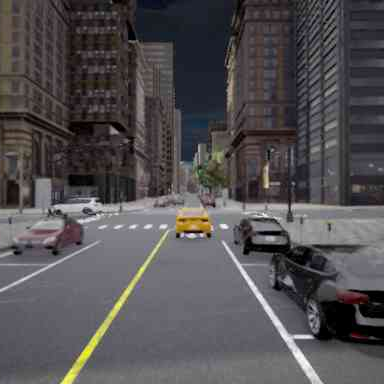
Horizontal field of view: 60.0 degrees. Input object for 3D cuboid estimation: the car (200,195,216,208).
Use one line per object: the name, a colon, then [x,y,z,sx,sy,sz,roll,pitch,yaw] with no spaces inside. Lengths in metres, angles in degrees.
car: [3.028,1.772,57.167,2.192,1.841,5.009,0,0,0]

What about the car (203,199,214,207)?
car: [3.062,2.036,62.705,1.887,1.381,4.507,0,0,0]

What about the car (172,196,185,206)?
car: [-2.681,2.075,67.097,1.994,1.385,4.181,0,0,0]

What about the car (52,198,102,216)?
car: [-12.904,1.719,37.057,5.566,2.045,2.150,-1,-2,0]

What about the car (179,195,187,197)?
car: [-2.579,2.132,82.572,2.033,1.411,5.357,0,0,0]

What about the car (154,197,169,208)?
car: [-5.499,2.003,57.218,1.887,1.381,4.507,0,0,0]

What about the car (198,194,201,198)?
car: [3.243,2.060,90.411,1.967,1.590,4.097,1,0,0]

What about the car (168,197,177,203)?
car: [-5.282,2.061,90.461,1.967,1.590,4.097,1,0,0]

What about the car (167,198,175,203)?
car: [-5.319,2.184,84.919,1.802,1.307,4.206,1,0,0]

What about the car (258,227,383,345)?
car: [2.766,1.632,6.481,1.947,1.339,4.313,0,-1,0]

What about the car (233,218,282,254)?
car: [2.766,1.701,13.846,1.947,1.339,4.313,0,-1,0]

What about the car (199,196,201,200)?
car: [3.134,2.119,73.786,1.947,1.339,4.313,1,0,0]

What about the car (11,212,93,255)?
car: [-5.759,1.718,13.852,1.802,1.307,4.206,0,-1,0]

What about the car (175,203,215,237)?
car: [0.038,1.663,19.527,1.882,1.535,5.008,0,-1,-1]

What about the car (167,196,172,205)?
car: [-5.463,2.043,62.758,2.008,1.369,4.403,0,0,0]
